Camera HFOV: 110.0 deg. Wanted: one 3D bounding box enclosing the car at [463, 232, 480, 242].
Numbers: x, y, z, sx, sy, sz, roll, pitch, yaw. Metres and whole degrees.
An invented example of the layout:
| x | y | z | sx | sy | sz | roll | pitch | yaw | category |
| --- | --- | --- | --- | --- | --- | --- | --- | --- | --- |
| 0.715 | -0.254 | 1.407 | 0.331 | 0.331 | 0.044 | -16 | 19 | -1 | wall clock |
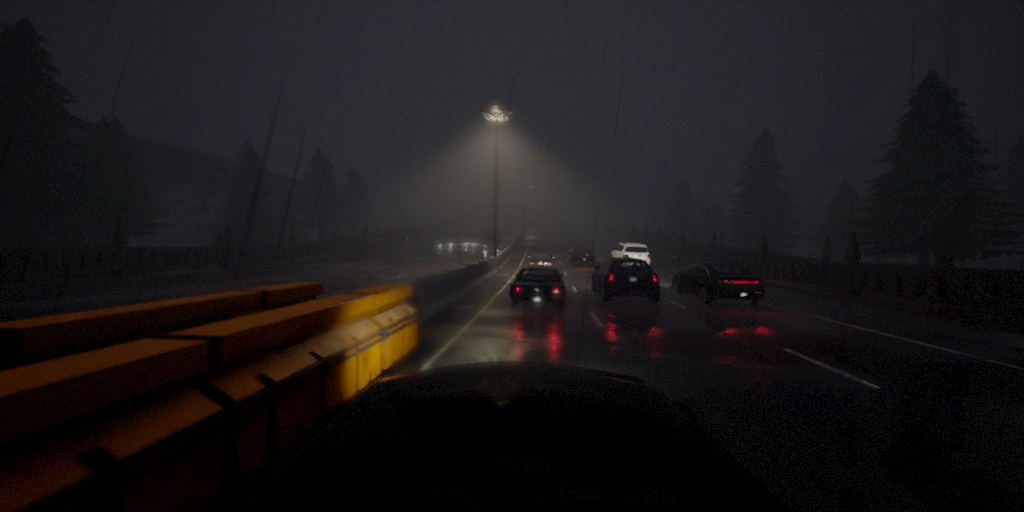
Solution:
| x | y | z | sx | sy | sz | roll | pitch | yaw | category |
| --- | --- | --- | --- | --- | --- | --- | --- | --- | --- |
| -6.039 | -2.883 | 53.879 | 1.994 | 1.385 | 4.181 | 1 | 8 | 5 | car |

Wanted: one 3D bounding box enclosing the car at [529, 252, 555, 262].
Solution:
| x | y | z | sx | sy | sz | roll | pitch | yaw | category |
| --- | --- | --- | --- | --- | --- | --- | --- | --- | --- |
| 2.185 | 0.375 | 26.810 | 2.033 | 1.411 | 5.357 | 1 | 4 | 6 | car |

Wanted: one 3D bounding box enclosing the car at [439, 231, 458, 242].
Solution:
| x | y | z | sx | sy | sz | roll | pitch | yaw | category |
| --- | --- | --- | --- | --- | --- | --- | --- | --- | --- |
| -9.536 | -3.003 | 54.042 | 1.882 | 1.535 | 5.008 | 1 | 8 | 5 | car |

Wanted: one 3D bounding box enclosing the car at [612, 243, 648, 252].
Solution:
| x | y | z | sx | sy | sz | roll | pitch | yaw | category |
| --- | --- | --- | --- | --- | --- | --- | --- | --- | --- |
| 9.421 | -0.057 | 28.843 | 2.150 | 2.045 | 5.566 | 1 | 5 | 6 | car |

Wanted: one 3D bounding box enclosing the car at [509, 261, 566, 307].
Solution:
| x | y | z | sx | sy | sz | roll | pitch | yaw | category |
| --- | --- | --- | --- | --- | --- | --- | --- | --- | --- |
| 1.062 | 1.085 | 13.911 | 1.895 | 1.301 | 4.718 | 1 | 1 | 6 | car |

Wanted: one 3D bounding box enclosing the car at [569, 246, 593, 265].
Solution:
| x | y | z | sx | sy | sz | roll | pitch | yaw | category |
| --- | --- | --- | --- | --- | --- | --- | --- | --- | --- |
| 6.195 | -0.114 | 31.944 | 1.882 | 1.535 | 5.008 | 1 | 6 | 5 | car |

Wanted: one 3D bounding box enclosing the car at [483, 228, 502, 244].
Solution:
| x | y | z | sx | sy | sz | roll | pitch | yaw | category |
| --- | --- | --- | --- | --- | --- | --- | --- | --- | --- |
| -2.743 | -2.897 | 51.546 | 2.150 | 2.045 | 5.566 | 1 | 8 | 5 | car |

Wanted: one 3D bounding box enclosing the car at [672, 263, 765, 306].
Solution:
| x | y | z | sx | sy | sz | roll | pitch | yaw | category |
| --- | --- | --- | --- | --- | --- | --- | --- | --- | --- |
| 8.164 | 1.041 | 14.673 | 2.128 | 1.511 | 4.902 | 1 | 2 | 5 | car |

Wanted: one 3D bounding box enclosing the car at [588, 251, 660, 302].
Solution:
| x | y | z | sx | sy | sz | roll | pitch | yaw | category |
| --- | --- | --- | --- | --- | --- | --- | --- | --- | --- |
| 4.726 | 0.834 | 15.479 | 2.097 | 1.767 | 4.553 | 1 | 2 | 5 | car |
